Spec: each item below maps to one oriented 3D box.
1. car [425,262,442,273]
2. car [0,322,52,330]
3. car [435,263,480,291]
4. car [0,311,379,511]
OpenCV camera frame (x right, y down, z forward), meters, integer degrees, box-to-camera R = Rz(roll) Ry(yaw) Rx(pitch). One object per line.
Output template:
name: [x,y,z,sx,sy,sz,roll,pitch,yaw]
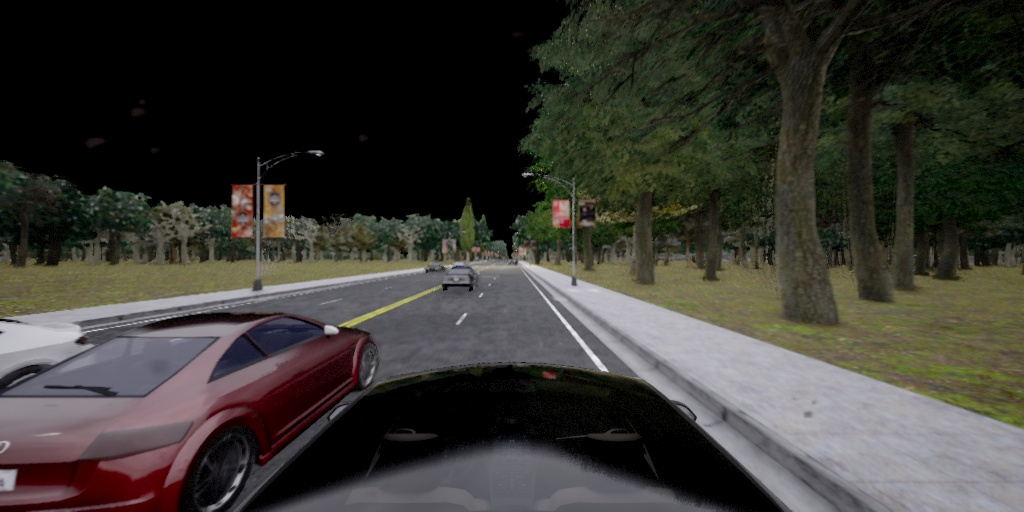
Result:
car: [-9.829,1.500,46.065,1.994,1.385,4.181,0,0,0]
car: [-6.601,1.280,2.964,1.812,1.442,4.674,0,0,0]
car: [-3.150,1.381,22.707,2.033,1.411,5.357,0,0,0]
car: [-3.151,1.323,4.164,1.994,1.385,4.181,0,0,0]
